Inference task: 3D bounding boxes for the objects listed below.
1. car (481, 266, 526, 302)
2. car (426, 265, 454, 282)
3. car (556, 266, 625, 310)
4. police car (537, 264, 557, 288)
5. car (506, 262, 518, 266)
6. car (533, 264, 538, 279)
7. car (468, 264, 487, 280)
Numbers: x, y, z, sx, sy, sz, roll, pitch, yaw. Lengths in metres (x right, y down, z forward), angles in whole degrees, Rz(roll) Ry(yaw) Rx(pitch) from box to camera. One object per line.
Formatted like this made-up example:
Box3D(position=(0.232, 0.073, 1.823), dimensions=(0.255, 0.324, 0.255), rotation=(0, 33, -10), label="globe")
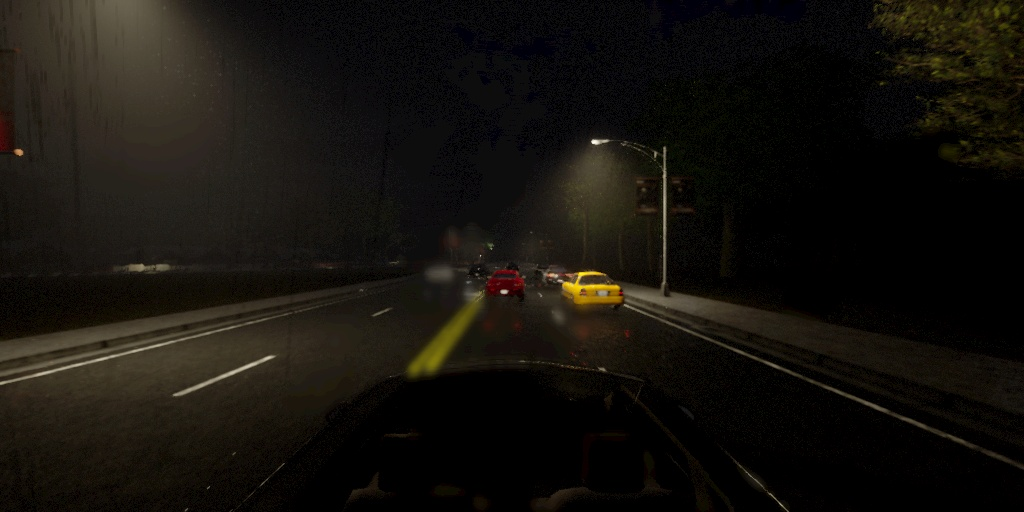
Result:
Box3D(position=(-0.283, 1.428, 18.129), dimensions=(1.812, 1.442, 4.674), rotation=(0, 0, 1), label="car")
Box3D(position=(-6.605, 1.574, 33.484), dimensions=(1.812, 1.442, 4.674), rotation=(0, -1, 0), label="car")
Box3D(position=(3.246, 1.333, 15.377), dimensions=(1.801, 1.575, 5.366), rotation=(0, -1, 0), label="car")
Box3D(position=(3.245, 1.484, 26.189), dimensions=(2.038, 1.542, 4.974), rotation=(0, -1, 0), label="police car")
Box3D(position=(0.073, 1.786, 57.954), dimensions=(1.837, 1.490, 4.892), rotation=(0, 0, 0), label="car")
Box3D(position=(3.242, 1.575, 37.189), dimensions=(2.128, 1.511, 4.902), rotation=(0, -1, 0), label="car")
Box3D(position=(-3.353, 1.582, 36.536), dimensions=(1.837, 1.490, 4.892), rotation=(0, -1, 0), label="car")
